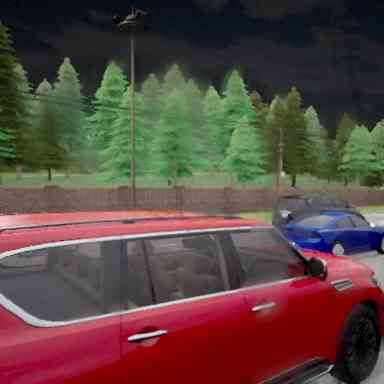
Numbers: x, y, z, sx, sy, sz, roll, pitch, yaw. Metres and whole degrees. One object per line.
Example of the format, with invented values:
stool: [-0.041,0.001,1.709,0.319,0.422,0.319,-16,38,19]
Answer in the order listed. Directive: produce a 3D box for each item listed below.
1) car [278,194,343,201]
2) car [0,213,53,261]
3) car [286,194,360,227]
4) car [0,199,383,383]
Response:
car: [6.472,1.174,16.959,5.566,2.045,2.150,0,0,-35]
car: [-7.253,1.562,11.470,4.181,1.385,1.994,0,0,-35]
car: [9.224,1.155,23.219,5.566,2.045,2.150,0,0,-36]
car: [-0.058,1.215,3.705,5.566,2.045,2.150,0,0,-35]
